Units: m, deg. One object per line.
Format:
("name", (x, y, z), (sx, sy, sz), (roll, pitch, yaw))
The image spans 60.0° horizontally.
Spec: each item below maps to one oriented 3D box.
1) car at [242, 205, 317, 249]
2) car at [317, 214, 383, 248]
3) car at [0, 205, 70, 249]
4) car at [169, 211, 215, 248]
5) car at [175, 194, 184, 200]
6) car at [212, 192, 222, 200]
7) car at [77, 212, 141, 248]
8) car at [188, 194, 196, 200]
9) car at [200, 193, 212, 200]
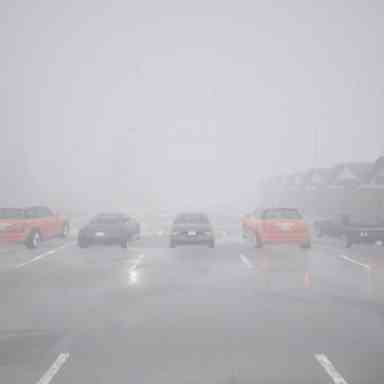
("car", (3.500, 1.363, 14.620), (2.097, 1.767, 4.553), (0, 0, 0))
("car", (7.000, 1.614, 14.680), (1.895, 1.301, 4.718), (0, 0, 0))
("car", (-7.104, 1.363, 14.620), (2.097, 1.767, 4.553), (0, 0, 0))
("car", (0.000, 1.560, 14.650), (2.033, 1.411, 5.357), (0, 0, 0))
("car", (-3.500, 1.421, 89.842), (2.033, 1.411, 5.357), (0, 0, 0))
("car", (7.000, 1.444, 90.069), (1.994, 1.385, 4.181), (0, 0, 0))
("car", (-3.500, 1.569, 14.650), (1.994, 1.385, 4.181), (0, 0, 0))
("car", (0.000, 1.422, 89.842), (2.033, 1.411, 5.357), (0, 0, 0))
("car", (3.500, 1.254, 90.227), (2.097, 1.767, 4.553), (0, 0, 0))
